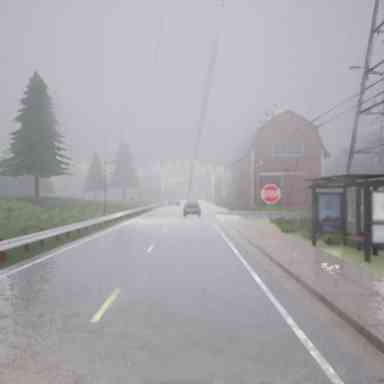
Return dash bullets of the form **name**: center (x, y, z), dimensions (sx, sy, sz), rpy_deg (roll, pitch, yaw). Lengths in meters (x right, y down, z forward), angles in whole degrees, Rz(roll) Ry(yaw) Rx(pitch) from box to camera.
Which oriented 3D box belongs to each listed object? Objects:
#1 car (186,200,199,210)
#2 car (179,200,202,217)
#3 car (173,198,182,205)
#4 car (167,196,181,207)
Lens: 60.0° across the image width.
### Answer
- **car**: center (0.071, 1.988, 51.662), dimensions (1.837, 1.490, 4.892), rpy_deg (0, 0, 0)
- **car**: center (0.019, 1.825, 35.710), dimensions (2.128, 1.511, 4.902), rpy_deg (0, -1, 0)
- **car**: center (-3.485, 2.262, 80.076), dimensions (2.128, 1.511, 4.902), rpy_deg (0, -1, 0)
- **car**: center (-3.499, 1.820, 64.415), dimensions (2.150, 2.045, 5.566), rpy_deg (0, 0, 0)
